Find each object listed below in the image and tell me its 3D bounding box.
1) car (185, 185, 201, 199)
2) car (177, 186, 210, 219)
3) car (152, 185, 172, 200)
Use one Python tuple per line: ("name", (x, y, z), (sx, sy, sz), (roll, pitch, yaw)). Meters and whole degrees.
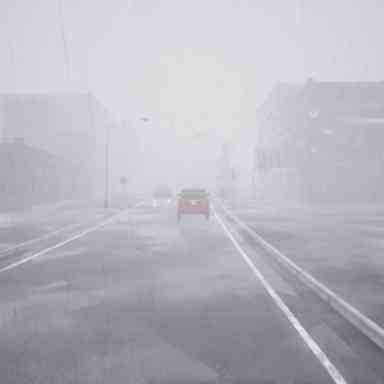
("car", (0.117, -0.048, 42.390), (1.882, 1.535, 5.008), (0, 3, 0))
("car", (0.111, 0.696, 23.792), (2.150, 2.045, 5.566), (0, 3, 0))
("car", (-3.571, -0.076, 40.635), (2.097, 1.767, 4.553), (0, 3, 0))
